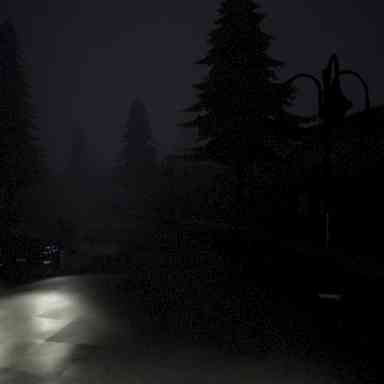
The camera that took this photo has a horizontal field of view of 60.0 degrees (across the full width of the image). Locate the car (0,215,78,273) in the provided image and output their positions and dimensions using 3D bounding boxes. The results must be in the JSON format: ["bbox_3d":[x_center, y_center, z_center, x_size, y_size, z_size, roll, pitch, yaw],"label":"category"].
[{"bbox_3d":[-5.109,1.583,11.376,1.882,1.535,5.008,0,-1,-12],"label":"car"}]
